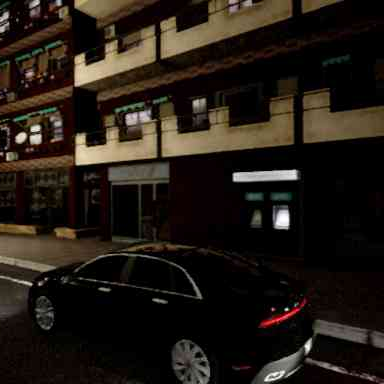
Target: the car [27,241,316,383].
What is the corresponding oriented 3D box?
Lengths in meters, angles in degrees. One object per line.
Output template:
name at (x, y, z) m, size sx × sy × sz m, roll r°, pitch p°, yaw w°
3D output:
car at (-0.653, 1.541, 5.222) m, size 4.892 × 1.490 × 1.837 m, roll -1°, pitch 0°, yaw 35°
